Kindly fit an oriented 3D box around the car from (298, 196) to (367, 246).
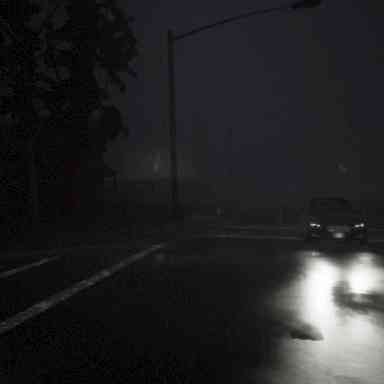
[{"bbox_3d":[5.047,0.940,12.363,2.128,1.511,4.902,-1,2,15],"label":"car"}]
